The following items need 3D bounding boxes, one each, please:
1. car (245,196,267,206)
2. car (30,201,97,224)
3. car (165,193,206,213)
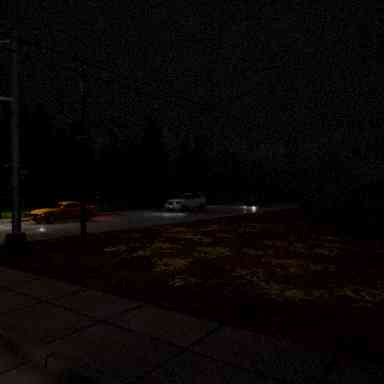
[{"bbox_3d":[9.863,1.377,51.060,1.837,1.490,4.892,0,0,37],"label":"car"},{"bbox_3d":[-9.579,1.484,25.030,1.882,1.535,5.008,0,0,37],"label":"car"},{"bbox_3d":[-0.579,1.144,37.152,2.150,2.045,5.566,0,1,37],"label":"car"}]
